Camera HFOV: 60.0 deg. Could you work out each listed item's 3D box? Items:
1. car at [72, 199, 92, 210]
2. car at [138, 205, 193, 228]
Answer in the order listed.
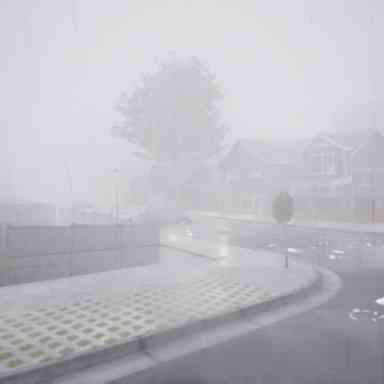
[{"bbox_3d":[-14.753,1.616,44.344,2.033,1.411,5.357,-3,1,-29],"label":"car"},{"bbox_3d":[-2.042,1.615,23.346,2.033,1.411,5.357,-3,2,-33],"label":"car"}]
